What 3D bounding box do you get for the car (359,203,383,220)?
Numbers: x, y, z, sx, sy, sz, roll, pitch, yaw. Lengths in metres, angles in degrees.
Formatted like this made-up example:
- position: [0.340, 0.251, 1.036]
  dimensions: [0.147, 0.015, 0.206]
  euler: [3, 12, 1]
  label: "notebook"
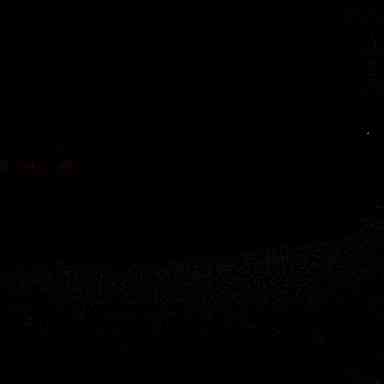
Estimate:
- position: [15.540, 1.674, 28.894]
  dimensions: [1.812, 1.442, 4.674]
  euler: [1, -2, -35]
  label: "car"
